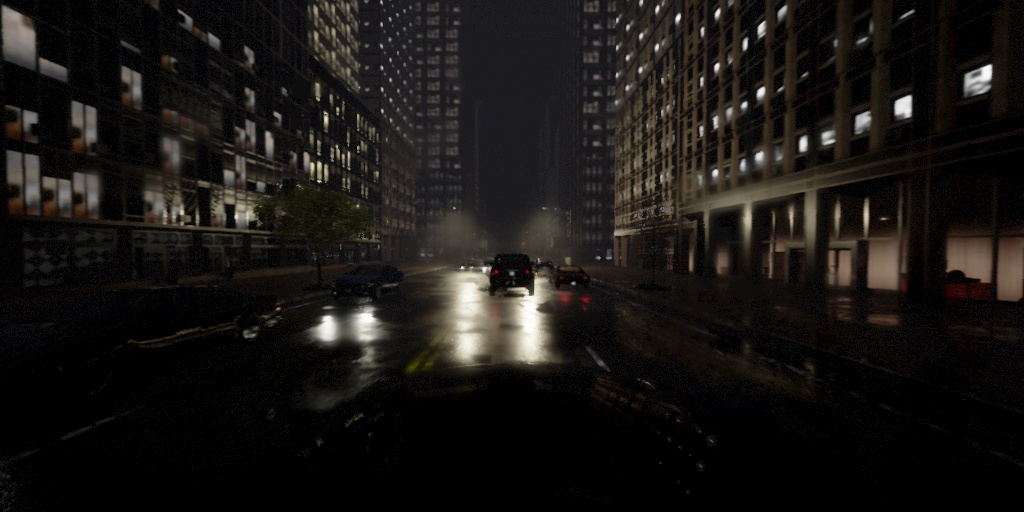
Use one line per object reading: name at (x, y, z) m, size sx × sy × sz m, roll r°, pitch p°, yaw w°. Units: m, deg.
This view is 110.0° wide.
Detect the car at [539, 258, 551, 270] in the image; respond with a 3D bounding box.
car at (3.320, 0.945, 38.522) m, size 2.128 × 1.511 × 4.902 m, roll 0°, pitch 1°, yaw 0°

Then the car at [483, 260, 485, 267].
car at (-3.305, 0.917, 54.114) m, size 1.895 × 1.301 × 4.718 m, roll 0°, pitch 1°, yaw 1°

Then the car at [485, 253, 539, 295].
car at (0.006, 0.839, 18.699) m, size 2.150 × 2.045 × 5.566 m, roll 0°, pitch 1°, yaw 0°

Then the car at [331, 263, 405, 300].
car at (-6.559, 1.108, 16.888) m, size 1.882 × 1.535 × 5.008 m, roll 0°, pitch 0°, yaw 1°

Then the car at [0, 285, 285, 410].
car at (-6.594, 1.260, 6.548) m, size 2.033 × 1.411 × 5.357 m, roll 0°, pitch 0°, yaw 0°

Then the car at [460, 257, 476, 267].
car at (-6.551, 0.864, 54.118) m, size 2.033 × 1.411 × 5.357 m, roll 0°, pitch 1°, yaw 1°

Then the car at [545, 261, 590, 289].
car at (3.350, 1.192, 21.766) m, size 1.895 × 1.301 × 4.718 m, roll 0°, pitch 0°, yaw 0°
